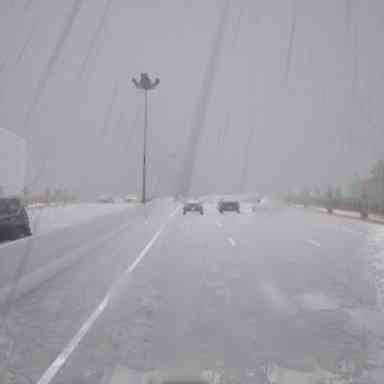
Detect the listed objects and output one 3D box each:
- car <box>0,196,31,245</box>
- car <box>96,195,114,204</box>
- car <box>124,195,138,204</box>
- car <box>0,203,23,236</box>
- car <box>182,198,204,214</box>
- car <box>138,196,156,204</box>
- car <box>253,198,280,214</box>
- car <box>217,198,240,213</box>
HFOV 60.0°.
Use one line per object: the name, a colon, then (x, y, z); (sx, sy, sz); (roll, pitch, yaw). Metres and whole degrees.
car: (-7.097, 1.172, 10.216); (2.150, 2.045, 5.566); (0, 0, 0)
car: (-14.045, 1.179, 54.030); (1.882, 1.535, 5.008); (0, 0, 1)
car: (-10.528, 1.220, 58.331); (1.882, 1.535, 5.008); (0, -1, 1)
car: (-10.595, 1.407, 16.276); (2.128, 1.511, 4.902); (0, 0, 0)
car: (0.103, 1.345, 32.539); (1.812, 1.442, 4.674); (0, 0, 0)
car: (-7.045, 1.301, 53.818); (1.895, 1.301, 4.718); (0, 0, 1)
car: (7.102, 1.347, 32.216); (1.812, 1.442, 4.674); (0, 0, 0)
car: (3.603, 1.292, 33.469); (1.882, 1.535, 5.008); (0, 0, 0)
